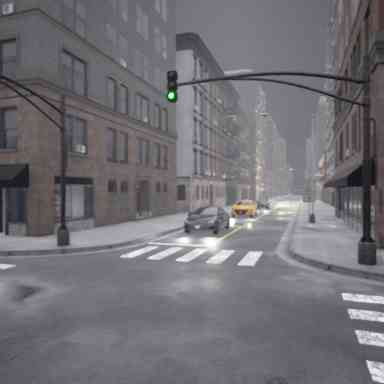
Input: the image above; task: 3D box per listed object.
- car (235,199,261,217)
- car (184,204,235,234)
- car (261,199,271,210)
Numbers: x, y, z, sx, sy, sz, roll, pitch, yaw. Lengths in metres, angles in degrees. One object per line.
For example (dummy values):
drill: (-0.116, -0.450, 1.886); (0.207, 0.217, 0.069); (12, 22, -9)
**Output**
car: (5.070, 1.526, 31.669); (1.882, 1.535, 5.008); (0, 0, 19)
car: (1.024, 1.561, 19.603); (1.812, 1.442, 4.674); (0, 0, 19)
car: (9.364, 1.625, 44.406); (1.994, 1.385, 4.181); (0, 0, 19)
